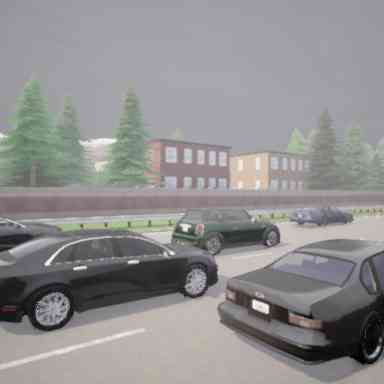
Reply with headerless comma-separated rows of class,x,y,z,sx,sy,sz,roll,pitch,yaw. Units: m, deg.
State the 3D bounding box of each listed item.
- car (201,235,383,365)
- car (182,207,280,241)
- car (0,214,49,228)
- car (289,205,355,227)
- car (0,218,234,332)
car,2.947,1.565,5.846,5.357,1.411,2.033,0,0,-35
car,1.486,1.380,13.401,4.553,1.767,2.097,0,0,-35
car,-7.041,1.495,11.622,4.902,1.511,2.128,0,0,-35
car,9.083,1.611,23.116,5.357,1.411,2.033,0,0,-35
car,-1.632,1.514,6.881,4.892,1.490,1.837,0,0,-35
